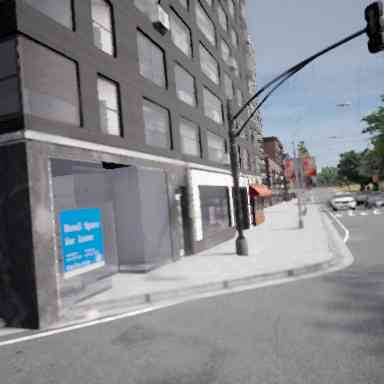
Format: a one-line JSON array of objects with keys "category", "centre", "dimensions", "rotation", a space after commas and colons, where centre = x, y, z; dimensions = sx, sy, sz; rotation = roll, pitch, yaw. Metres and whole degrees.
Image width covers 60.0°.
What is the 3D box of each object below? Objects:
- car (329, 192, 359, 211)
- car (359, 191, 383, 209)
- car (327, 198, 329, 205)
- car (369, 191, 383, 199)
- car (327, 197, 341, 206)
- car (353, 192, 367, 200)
[{"category": "car", "centre": [17.548, 1.080, 38.642], "dimensions": [2.150, 2.045, 5.566], "rotation": [-6, -2, 20]}, {"category": "car", "centre": [20.471, 1.051, 37.144], "dimensions": [2.128, 1.511, 4.902], "rotation": [-6, -2, 20]}, {"category": "car", "centre": [20.849, 1.269, 47.722], "dimensions": [2.097, 1.767, 4.553], "rotation": [-6, -2, 20]}, {"category": "car", "centre": [40.381, 0.564, 73.009], "dimensions": [1.882, 1.535, 5.008], "rotation": [-6, -2, 20]}, {"category": "car", "centre": [24.626, 1.593, 57.988], "dimensions": [1.895, 1.301, 4.718], "rotation": [-6, -2, 20]}, {"category": "car", "centre": [37.341, 0.908, 74.108], "dimensions": [2.128, 1.511, 4.902], "rotation": [-6, -2, 20]}]
